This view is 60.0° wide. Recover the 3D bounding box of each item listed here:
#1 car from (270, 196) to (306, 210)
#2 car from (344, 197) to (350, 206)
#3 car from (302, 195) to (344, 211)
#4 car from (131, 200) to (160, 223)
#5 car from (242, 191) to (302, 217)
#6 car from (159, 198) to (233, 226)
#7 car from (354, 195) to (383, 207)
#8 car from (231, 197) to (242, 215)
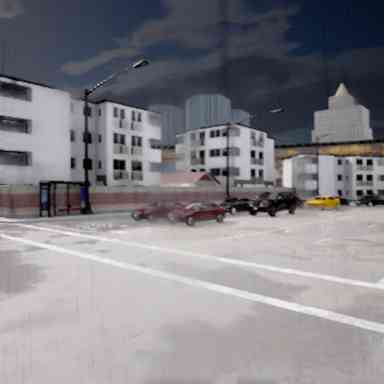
[{"bbox_3d":[10.878,1.182,37.572,4.674,1.442,1.812,-1,1,-44],"label":"car"},{"bbox_3d":[18.693,1.159,43.605,4.181,1.385,1.994,0,1,-28],"label":"car"},{"bbox_3d":[14.097,1.143,35.818,5.008,1.535,1.882,-1,1,-43],"label":"car"},{"bbox_3d":[-2.230,1.312,24.007,1.812,1.442,4.674,0,1,43],"label":"car"},{"bbox_3d":[7.003,0.956,28.730,2.150,2.045,5.566,0,1,44],"label":"car"},{"bbox_3d":[0.369,1.328,21.663,1.812,1.442,4.674,0,1,43],"label":"car"},{"bbox_3d":[22.616,1.109,41.821,4.892,1.490,1.837,0,1,-25],"label":"car"},{"bbox_3d":[4.008,1.228,30.613,1.837,1.490,4.892,0,1,44],"label":"car"}]
